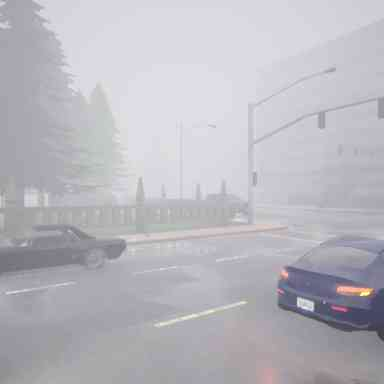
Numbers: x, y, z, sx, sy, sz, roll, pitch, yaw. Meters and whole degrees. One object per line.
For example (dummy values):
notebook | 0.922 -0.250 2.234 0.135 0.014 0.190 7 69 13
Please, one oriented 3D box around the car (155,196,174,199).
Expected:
car | -2.846 1.471 42.430 1.812 1.442 4.674 0 1 -22

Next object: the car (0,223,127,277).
car | -4.387 1.601 9.384 4.718 1.301 1.895 0 0 -35

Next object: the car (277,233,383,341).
car | 3.593 1.526 6.332 4.674 1.442 1.812 0 0 -35

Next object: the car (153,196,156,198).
car | -6.010 1.435 58.623 2.128 1.511 4.902 0 0 1

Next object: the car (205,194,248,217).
car | 3.292 1.167 31.330 2.150 2.045 5.566 0 0 -32
